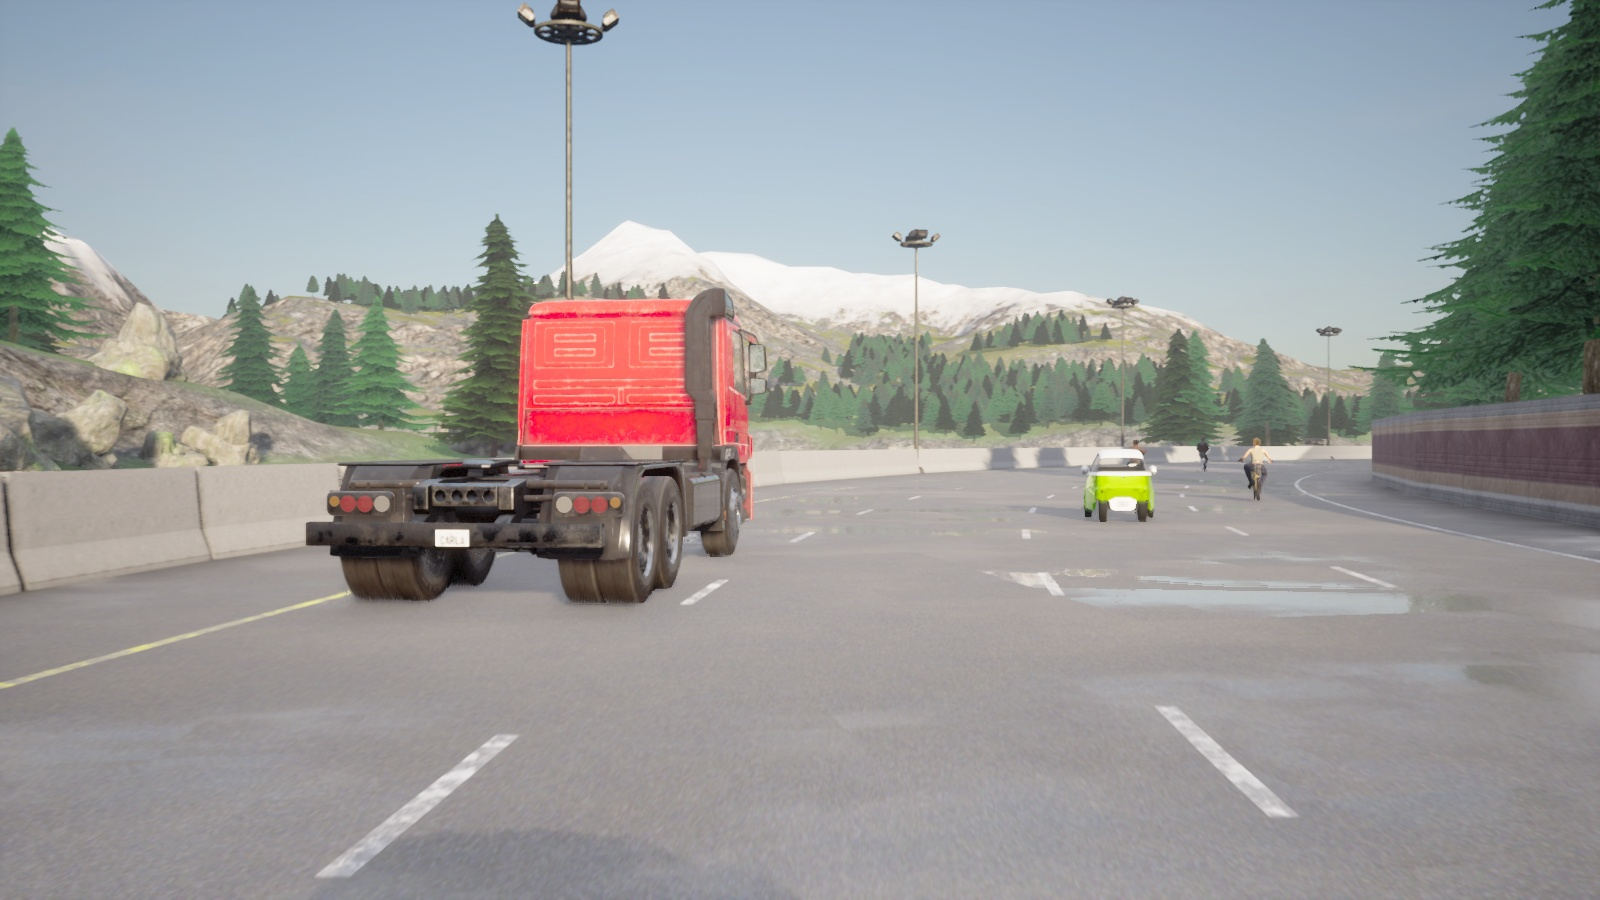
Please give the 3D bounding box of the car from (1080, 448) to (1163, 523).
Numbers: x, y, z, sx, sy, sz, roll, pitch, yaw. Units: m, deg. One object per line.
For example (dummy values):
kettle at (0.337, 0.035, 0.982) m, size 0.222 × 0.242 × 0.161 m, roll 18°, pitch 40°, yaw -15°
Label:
car at (6.303, 0.668, 24.753) m, size 1.481 × 1.376 × 2.207 m, roll 0°, pitch 1°, yaw 12°

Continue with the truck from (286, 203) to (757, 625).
truck at (-2.486, -0.320, 14.412) m, size 2.891 × 3.462 × 7.936 m, roll 0°, pitch 0°, yaw 6°

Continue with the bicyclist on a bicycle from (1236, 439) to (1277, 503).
bicyclist on a bicycle at (11.767, 0.514, 32.402) m, size 0.866 × 1.612 × 1.509 m, roll 0°, pitch 0°, yaw 15°
